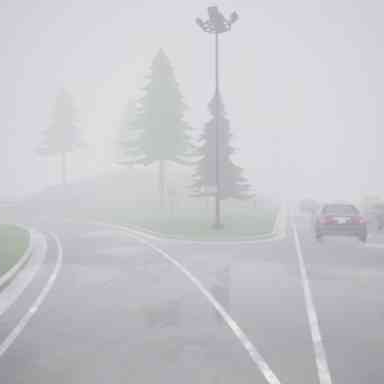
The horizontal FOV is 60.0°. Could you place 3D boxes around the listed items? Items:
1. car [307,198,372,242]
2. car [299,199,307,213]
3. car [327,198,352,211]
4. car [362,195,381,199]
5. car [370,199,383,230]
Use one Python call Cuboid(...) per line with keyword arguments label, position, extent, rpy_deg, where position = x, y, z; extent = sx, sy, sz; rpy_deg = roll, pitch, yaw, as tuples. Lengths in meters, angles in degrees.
Cuboid(label="car", position=(7.013, 1.283, 16.337), extent=(2.097, 1.767, 4.553), rpy_deg=(0, 0, 16))
Cuboid(label="car", position=(12.431, 1.412, 35.433), extent=(2.033, 1.411, 5.357), rpy_deg=(0, 0, 16))
Cuboid(label="car", position=(16.870, 1.437, 38.259), extent=(1.895, 1.301, 4.718), rpy_deg=(0, 0, 16))
Cuboid(label="car", position=(20.563, 1.169, 38.458), extent=(2.097, 1.767, 4.553), rpy_deg=(0, 0, 16))
Cuboid(label="car", position=(11.652, 1.405, 19.864), extent=(1.837, 1.490, 4.892), rpy_deg=(0, 0, 16))
